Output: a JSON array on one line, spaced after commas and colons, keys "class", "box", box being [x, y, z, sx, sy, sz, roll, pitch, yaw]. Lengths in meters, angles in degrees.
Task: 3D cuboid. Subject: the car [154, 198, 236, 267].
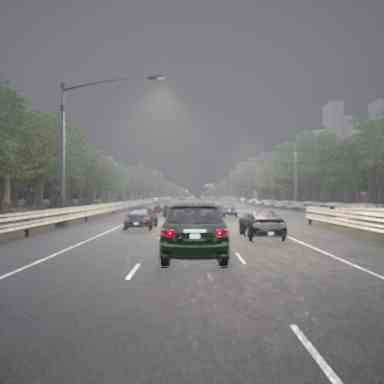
[{"class": "car", "box": [0.086, 1.367, 12.106, 2.150, 2.045, 5.566, 0, 0, 0]}]

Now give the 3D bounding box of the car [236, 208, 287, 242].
[{"class": "car", "box": [3.599, 1.690, 17.565, 2.128, 1.511, 4.902, 0, 0, 0]}]

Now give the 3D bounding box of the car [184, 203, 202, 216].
[{"class": "car", "box": [0.102, 1.937, 38.117, 1.895, 1.301, 4.718, 0, 0, 0]}]

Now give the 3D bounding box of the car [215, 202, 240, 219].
[{"class": "car", "box": [3.603, 1.863, 34.596, 2.033, 1.411, 5.357, 0, 0, 0]}]

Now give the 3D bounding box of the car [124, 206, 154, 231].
[{"class": "car", "box": [-3.399, 1.764, 22.498, 1.812, 1.442, 4.674, 0, 0, 0]}]
